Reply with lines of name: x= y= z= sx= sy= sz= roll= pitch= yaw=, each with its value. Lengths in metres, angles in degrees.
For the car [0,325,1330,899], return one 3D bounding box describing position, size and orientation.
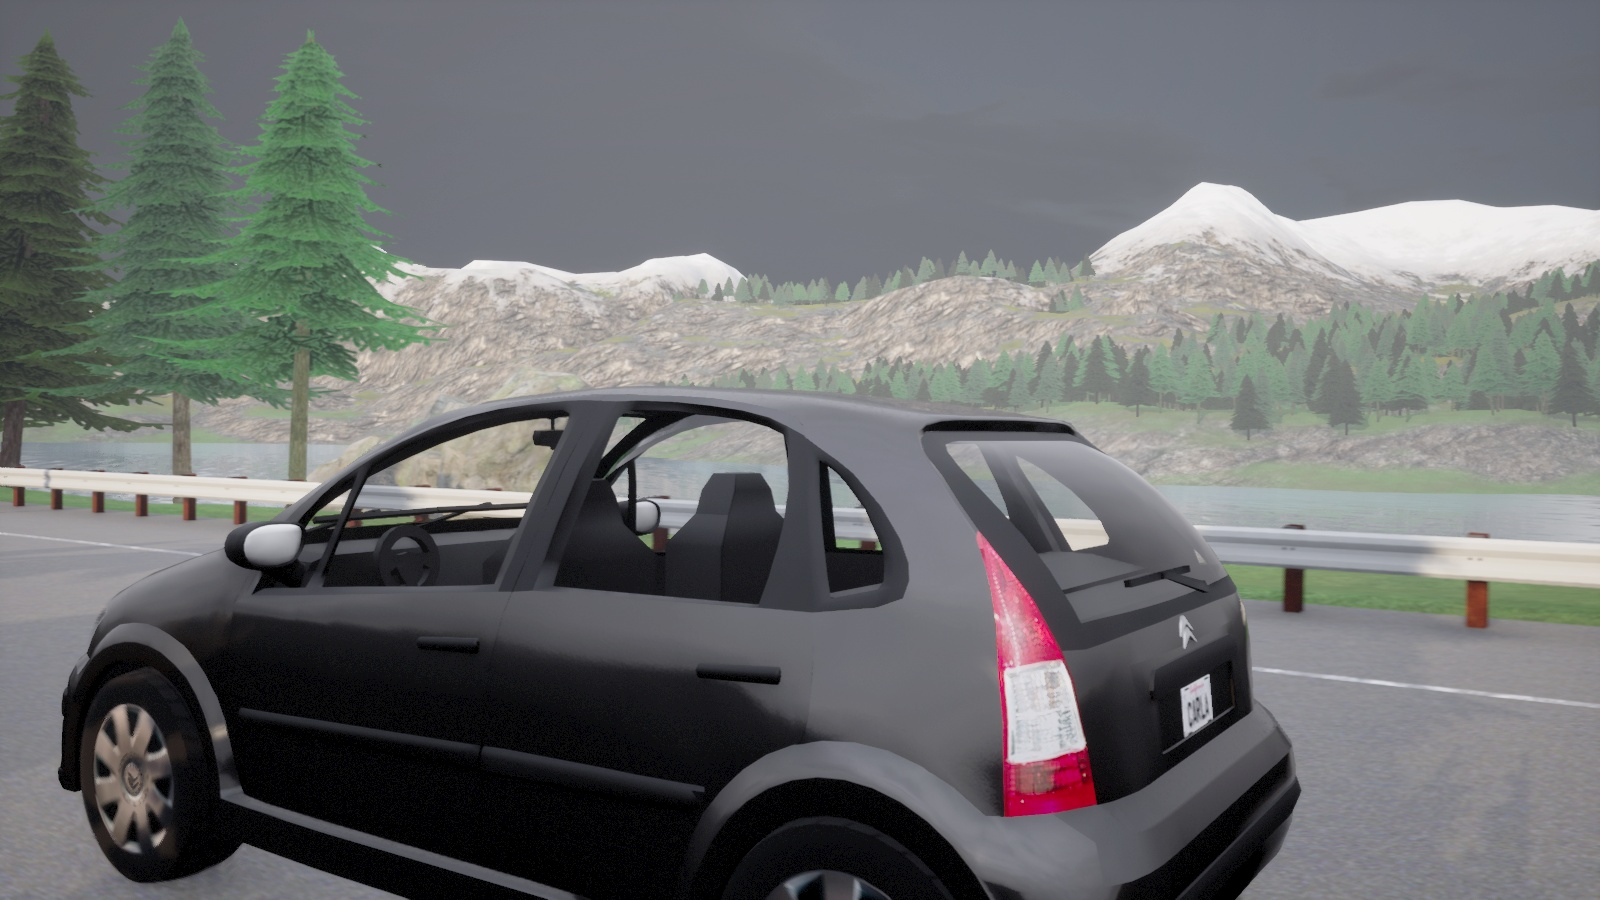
car: x=-0.613 y=0.580 z=4.030 sx=3.988 sy=1.617 sz=1.851 roll=0 pitch=1 yaw=34
